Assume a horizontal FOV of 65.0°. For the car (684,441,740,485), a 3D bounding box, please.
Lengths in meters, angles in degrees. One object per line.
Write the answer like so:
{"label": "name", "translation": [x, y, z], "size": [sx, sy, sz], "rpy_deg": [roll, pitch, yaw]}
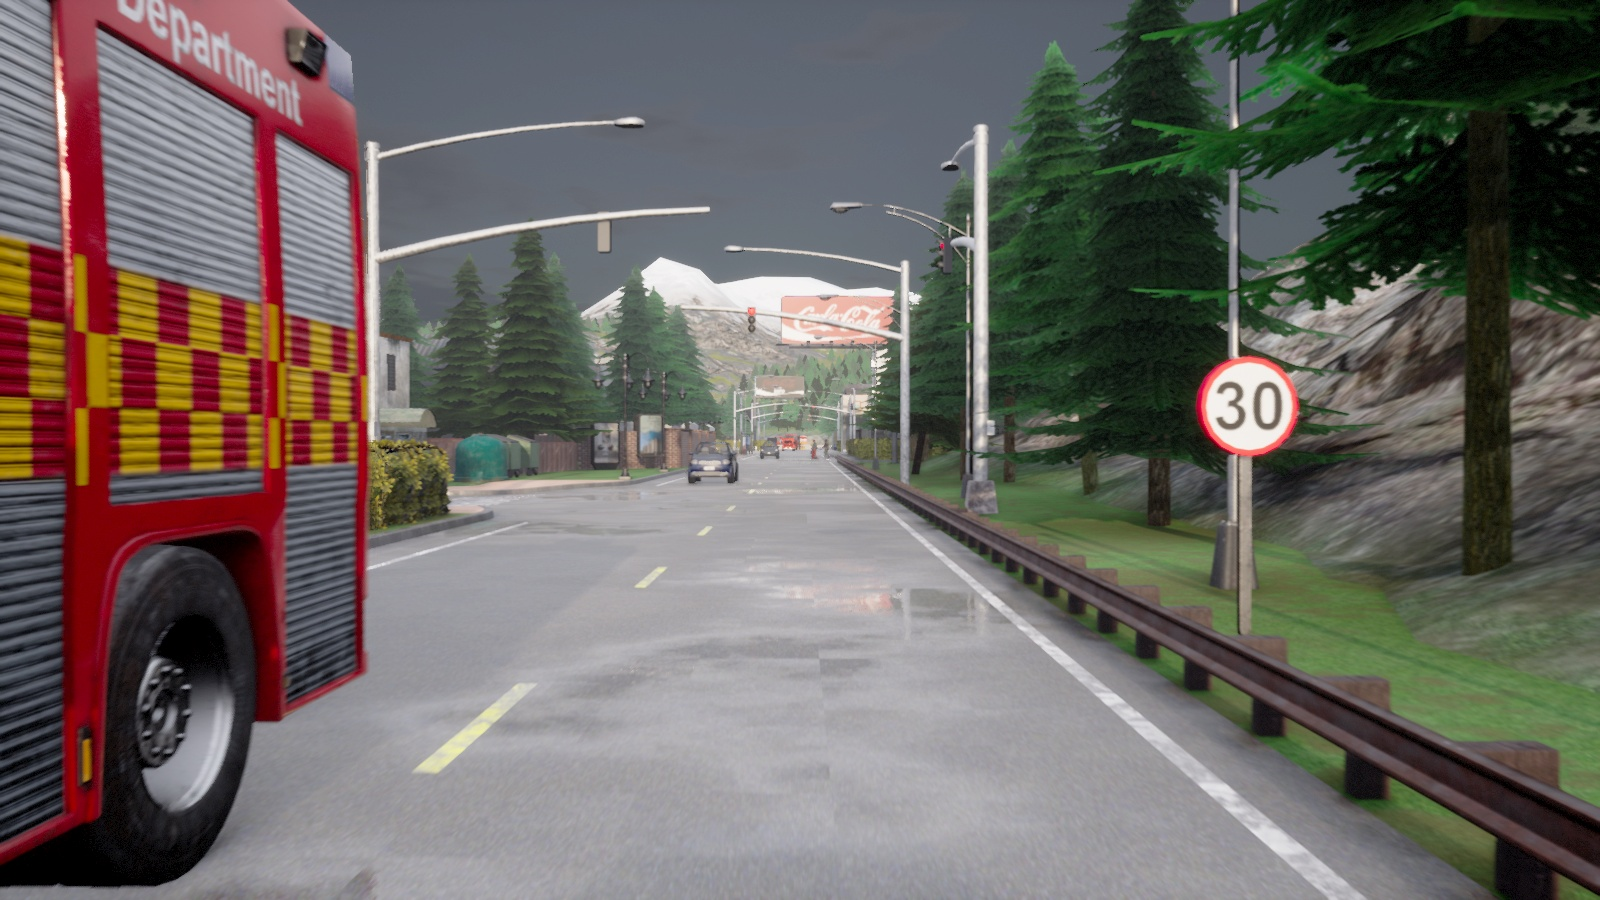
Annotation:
{"label": "car", "translation": [-3.234, 0.458, 46.848], "size": [1.789, 1.549, 3.705], "rpy_deg": [0, 0, 1]}

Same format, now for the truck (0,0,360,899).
{"label": "truck", "translation": [-3.475, -0.429, 1.494], "size": [2.891, 3.827, 8.468], "rpy_deg": [0, 0, 0]}
